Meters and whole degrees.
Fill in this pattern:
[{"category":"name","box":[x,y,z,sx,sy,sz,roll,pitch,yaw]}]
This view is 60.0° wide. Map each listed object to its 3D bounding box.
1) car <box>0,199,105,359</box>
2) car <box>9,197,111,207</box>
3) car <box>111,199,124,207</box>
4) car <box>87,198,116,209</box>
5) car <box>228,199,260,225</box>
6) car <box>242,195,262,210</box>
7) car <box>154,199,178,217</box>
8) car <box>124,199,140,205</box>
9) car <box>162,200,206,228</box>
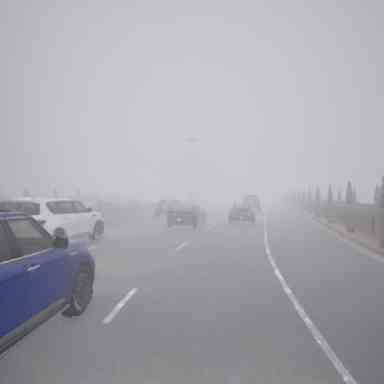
[{"category":"car","box":[-3.149,1.216,4.380,2.150,2.045,5.566,0,0,3]},{"category":"car","box":[-5.599,1.226,13.669,2.150,2.045,5.566,0,0,9]},{"category":"car","box":[-9.008,1.551,32.711,2.128,1.511,4.902,0,0,13]},{"category":"car","box":[-12.842,1.594,47.700,1.882,1.535,5.008,0,0,13]},{"category":"car","box":[3.800,1.556,24.801,2.128,1.511,4.902,0,0,12]},{"category":"car","box":[7.408,1.368,41.318,2.150,2.045,5.566,0,0,12]},{"category":"car","box":[-1.929,1.426,31.405,2.097,1.767,4.553,0,0,12]},{"category":"car","box":[-9.180,1.677,47.971,2.033,1.411,5.357,0,0,13]},{"category":"car","box":[-0.260,1.524,22.585,1.882,1.535,5.008,0,0,12]}]
